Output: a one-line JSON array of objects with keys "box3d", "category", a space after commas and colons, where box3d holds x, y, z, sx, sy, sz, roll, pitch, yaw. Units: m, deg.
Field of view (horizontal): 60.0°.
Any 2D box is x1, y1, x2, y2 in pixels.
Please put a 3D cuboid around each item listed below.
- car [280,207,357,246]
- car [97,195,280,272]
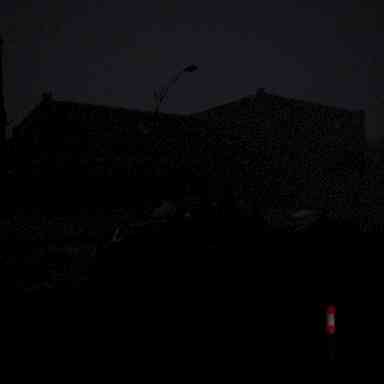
[{"box3d": [5.388, 1.397, 14.540, 4.674, 1.452, 2.002, 0, 0, -35], "category": "car"}, {"box3d": [-0.097, 1.137, 10.614, 5.566, 2.045, 2.435, 0, 0, -35], "category": "car"}]
